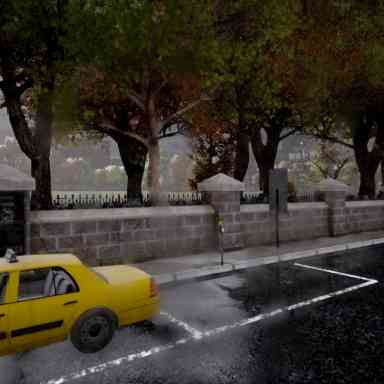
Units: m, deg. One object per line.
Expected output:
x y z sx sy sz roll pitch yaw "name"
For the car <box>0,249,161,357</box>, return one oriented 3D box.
-2.782 1.525 4.574 4.829 1.417 1.752 0 0 -35 "car"
